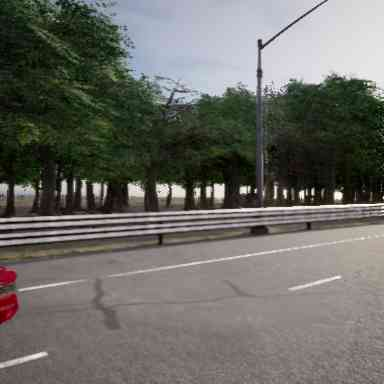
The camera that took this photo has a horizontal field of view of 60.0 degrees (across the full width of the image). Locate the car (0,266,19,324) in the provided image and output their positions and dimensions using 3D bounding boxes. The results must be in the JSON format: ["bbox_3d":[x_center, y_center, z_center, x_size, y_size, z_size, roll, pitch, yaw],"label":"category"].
[{"bbox_3d":[-5.111,1.456,4.428,5.008,1.535,1.882,0,0,-36],"label":"car"}]
